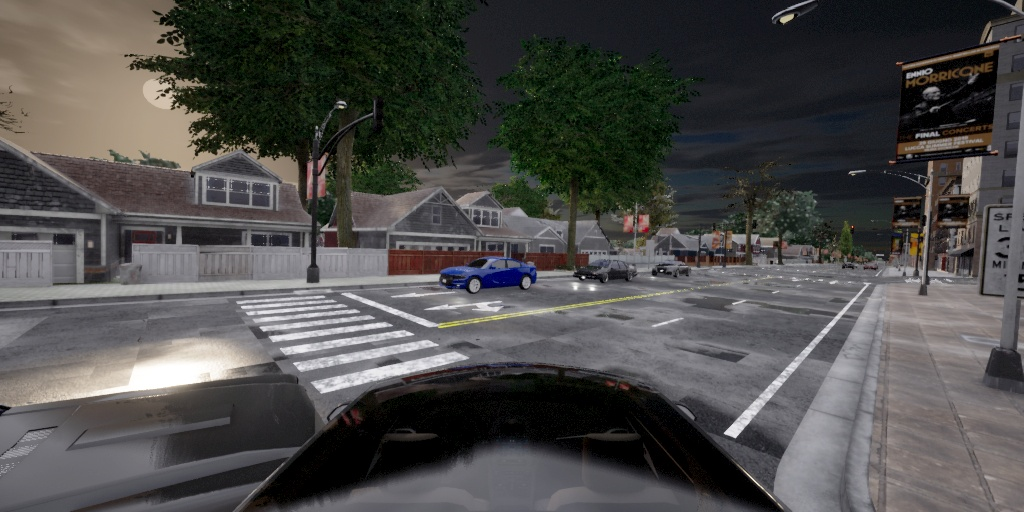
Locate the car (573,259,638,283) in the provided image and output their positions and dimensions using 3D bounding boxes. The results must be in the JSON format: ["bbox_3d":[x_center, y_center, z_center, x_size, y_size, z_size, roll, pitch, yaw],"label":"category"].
[{"bbox_3d":[6.247,0.925,23.421,5.357,1.411,2.033,1,2,-43],"label":"car"}]

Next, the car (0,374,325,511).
[{"bbox_3d":[-3.317,1.273,1.402,4.718,1.301,1.895,1,2,-33],"label":"car"}]

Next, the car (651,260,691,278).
[{"bbox_3d":[13.506,1.024,30.277,4.181,1.385,1.994,1,2,-44],"label":"car"}]

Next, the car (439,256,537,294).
[{"bbox_3d":[-0.981,0.776,16.567,5.008,1.535,1.882,1,3,-43],"label":"car"}]
